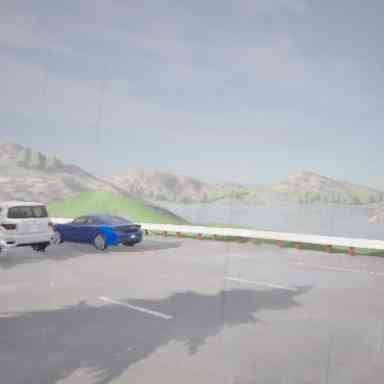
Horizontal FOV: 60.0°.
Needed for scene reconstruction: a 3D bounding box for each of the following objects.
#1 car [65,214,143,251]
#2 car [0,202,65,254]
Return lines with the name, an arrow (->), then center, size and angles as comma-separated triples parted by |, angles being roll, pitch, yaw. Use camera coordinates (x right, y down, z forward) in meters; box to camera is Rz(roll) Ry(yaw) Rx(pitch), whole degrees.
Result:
car -> -4.572, 1.762, 15.667 | 5.008, 1.535, 1.882 | 0, -2, 34
car -> -8.104, 1.421, 13.842 | 5.566, 2.045, 2.150 | 0, -2, 33
